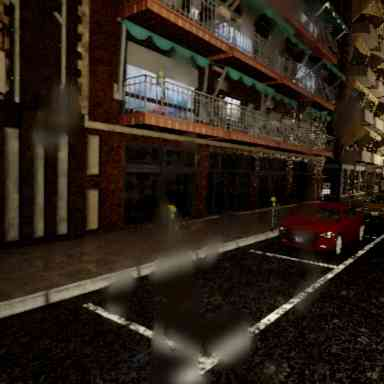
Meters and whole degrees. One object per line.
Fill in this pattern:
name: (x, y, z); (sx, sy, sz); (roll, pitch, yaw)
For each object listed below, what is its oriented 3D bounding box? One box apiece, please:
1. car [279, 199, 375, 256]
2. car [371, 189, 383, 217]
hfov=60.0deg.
car: (4.417, 1.036, 11.011); (1.887, 1.381, 4.507); (4, 4, 38)
car: (11.206, 0.764, 19.514); (1.752, 1.417, 4.829); (4, 4, 38)
